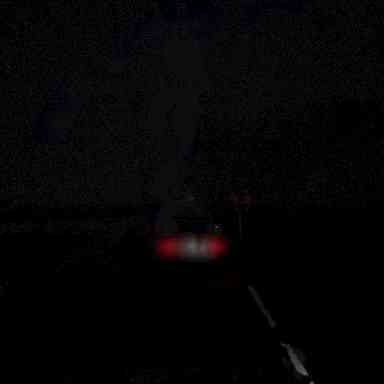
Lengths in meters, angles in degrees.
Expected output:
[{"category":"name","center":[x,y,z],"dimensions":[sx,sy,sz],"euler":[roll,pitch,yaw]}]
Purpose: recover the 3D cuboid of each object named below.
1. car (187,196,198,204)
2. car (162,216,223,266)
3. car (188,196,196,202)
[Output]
[{"category":"car","center":[-0.013,1.875,70.668],"dimensions":[1.895,1.301,4.718],"euler":[0,-1,0]},{"category":"car","center":[0.019,1.549,11.522],"dimensions":[2.033,1.411,5.357],"euler":[0,0,0]},{"category":"car","center":[-0.015,1.697,80.660],"dimensions":[1.882,1.535,5.008],"euler":[0,-1,0]}]
